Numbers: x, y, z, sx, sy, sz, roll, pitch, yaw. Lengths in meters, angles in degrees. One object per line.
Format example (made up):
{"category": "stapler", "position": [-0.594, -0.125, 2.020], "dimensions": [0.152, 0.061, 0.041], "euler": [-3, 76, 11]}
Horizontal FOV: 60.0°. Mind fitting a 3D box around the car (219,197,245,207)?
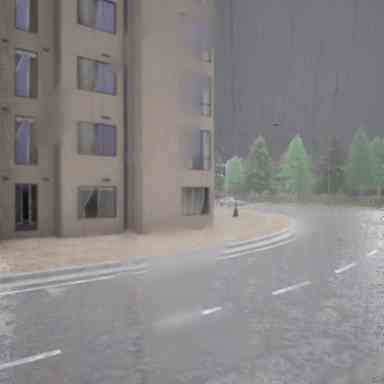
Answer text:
{"category": "car", "position": [5.994, 1.489, 50.384], "dimensions": [1.812, 1.442, 4.674], "euler": [0, 0, -35]}
